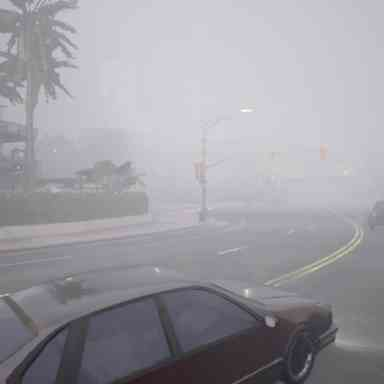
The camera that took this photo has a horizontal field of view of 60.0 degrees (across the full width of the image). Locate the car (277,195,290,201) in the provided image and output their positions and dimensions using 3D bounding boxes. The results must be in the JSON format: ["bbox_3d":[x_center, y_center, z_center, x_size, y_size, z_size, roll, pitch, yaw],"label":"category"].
[{"bbox_3d":[23.489,1.589,85.290,2.231,1.521,4.892,0,0,28],"label":"car"}]

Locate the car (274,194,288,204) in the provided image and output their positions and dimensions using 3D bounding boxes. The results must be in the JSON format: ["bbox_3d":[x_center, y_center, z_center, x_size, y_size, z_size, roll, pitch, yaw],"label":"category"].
[{"bbox_3d":[18.128,1.571,68.946,2.097,1.535,5.008,0,0,18],"label":"car"}]

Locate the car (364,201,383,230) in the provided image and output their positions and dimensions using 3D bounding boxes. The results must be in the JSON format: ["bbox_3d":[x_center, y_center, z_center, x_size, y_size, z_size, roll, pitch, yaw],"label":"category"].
[{"bbox_3d":[12.175,1.352,20.997,2.097,1.767,4.553,0,0,23],"label":"car"}]

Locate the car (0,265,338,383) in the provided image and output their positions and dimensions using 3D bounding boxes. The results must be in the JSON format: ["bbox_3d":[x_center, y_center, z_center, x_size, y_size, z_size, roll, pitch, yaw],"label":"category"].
[{"bbox_3d":[-0.562,1.560,3.510,5.357,1.411,2.033,0,0,-40],"label":"car"}]
